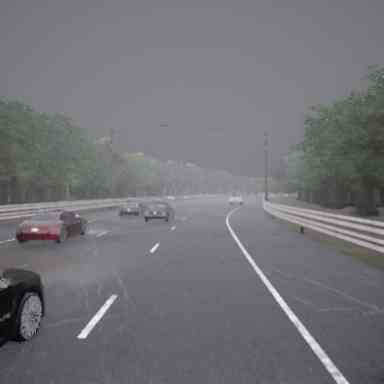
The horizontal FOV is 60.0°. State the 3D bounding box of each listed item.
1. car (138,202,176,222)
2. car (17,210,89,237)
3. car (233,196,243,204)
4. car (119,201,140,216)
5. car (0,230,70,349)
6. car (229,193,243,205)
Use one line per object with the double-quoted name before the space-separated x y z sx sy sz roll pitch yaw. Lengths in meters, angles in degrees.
"car" -2.461 1.547 26.134 2.033 1.411 5.357 0 0 4
"car" -6.504 1.555 15.950 1.994 1.385 4.181 0 0 2
"car" 9.234 1.523 66.516 1.882 1.535 5.008 0 0 10
"car" -5.521 1.568 31.913 1.994 1.385 4.181 0 0 5
"car" -3.340 1.486 3.548 2.128 1.511 4.902 0 0 1
"car" 7.888 1.259 59.397 2.150 2.045 5.566 0 0 11
